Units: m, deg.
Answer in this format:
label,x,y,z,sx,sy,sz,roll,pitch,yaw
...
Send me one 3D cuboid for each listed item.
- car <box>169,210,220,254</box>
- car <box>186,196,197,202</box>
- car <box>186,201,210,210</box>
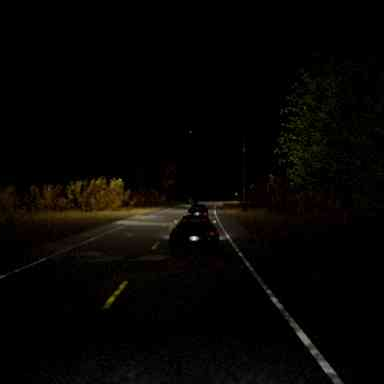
label,x,y,z,sx,sy,sz,roll,pitch,yaw
car,0.121,1.693,14.204,1.994,1.385,4.181,0,0,1
car,-0.046,1.792,71.995,2.150,2.045,5.566,0,0,5
car,0.532,1.800,28.842,2.033,1.411,5.357,0,0,2
